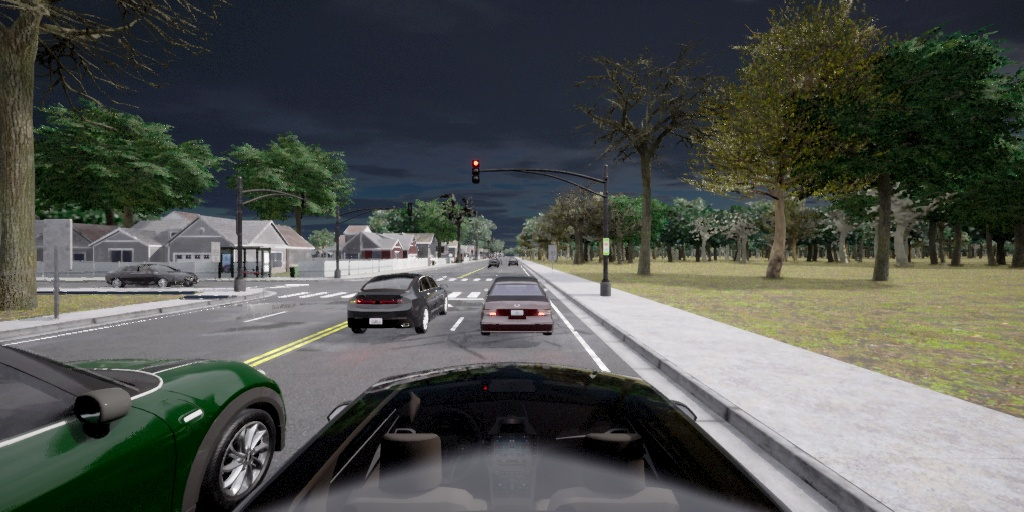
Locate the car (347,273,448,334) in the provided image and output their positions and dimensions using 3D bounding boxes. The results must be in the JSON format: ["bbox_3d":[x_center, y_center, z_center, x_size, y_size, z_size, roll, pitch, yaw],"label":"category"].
[{"bbox_3d":[-3.138,1.254,10.674,1.837,1.490,4.892,0,0,0],"label":"car"}]

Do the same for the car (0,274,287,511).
[{"bbox_3d":[-3.149,1.102,1.476,2.097,1.767,4.553,0,0,0],"label":"car"}]

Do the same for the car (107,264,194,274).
[{"bbox_3d":[-22.897,1.286,22.921,4.892,1.490,1.837,0,0,0],"label":"car"}]

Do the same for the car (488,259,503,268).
[{"bbox_3d":[-3.017,1.236,61.220,1.837,1.490,4.892,0,0,0],"label":"car"}]

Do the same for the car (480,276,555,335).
[{"bbox_3d":[0.119,1.297,10.421,2.033,1.411,5.357,0,0,0],"label":"car"}]
